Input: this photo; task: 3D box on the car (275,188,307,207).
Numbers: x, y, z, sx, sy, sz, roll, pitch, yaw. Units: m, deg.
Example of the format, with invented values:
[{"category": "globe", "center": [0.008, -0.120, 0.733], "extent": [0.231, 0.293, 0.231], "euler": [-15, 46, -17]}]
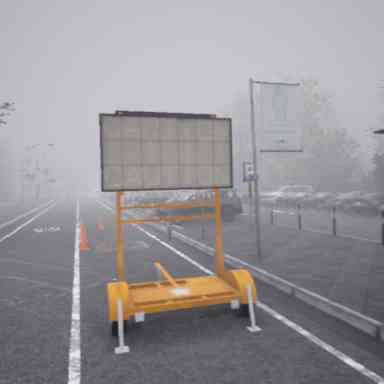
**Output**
[{"category": "car", "center": [10.784, 0.660, 31.343], "extent": [5.008, 1.535, 2.097], "euler": [-2, 1, -19]}]

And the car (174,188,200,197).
[{"category": "car", "center": [-0.946, 0.062, 65.470], "extent": [4.553, 1.767, 2.185], "euler": [-2, 2, -19]}]

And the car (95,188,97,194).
[{"category": "car", "center": [-20.497, 0.216, 81.979], "extent": [5.008, 1.535, 2.097], "euler": [-2, 2, -19]}]

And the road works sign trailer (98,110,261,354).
[{"category": "road works sign trailer", "center": [-0.437, 0.365, 6.138], "extent": [2.380, 3.560, 2.880], "euler": [-2, 1, -16]}]

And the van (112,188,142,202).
[{"category": "van", "center": [-10.344, 0.489, 52.862], "extent": [4.442, 1.987, 1.878], "euler": [-2, 2, -19]}]

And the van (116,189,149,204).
[{"category": "van", "center": [-8.518, 0.580, 47.564], "extent": [4.442, 1.987, 1.878], "euler": [-2, 1, -19]}]

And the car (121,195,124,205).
[{"category": "car", "center": [-5.854, 0.952, 39.582], "extent": [4.792, 1.488, 2.163], "euler": [-2, 1, -19]}]

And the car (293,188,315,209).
[{"category": "car", "center": [11.688, 0.684, 28.718], "extent": [5.008, 1.535, 2.097], "euler": [-2, 1, -19]}]

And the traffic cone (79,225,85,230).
[{"category": "traffic cone", "center": [-4.682, 1.821, 14.263], "extent": [0.340, 0.580, 0.340], "euler": [-2, 1, -19]}]

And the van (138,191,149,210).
[{"category": "van", "center": [-2.126, 0.800, 29.002], "extent": [4.442, 1.987, 1.878], "euler": [-2, 1, -19]}]

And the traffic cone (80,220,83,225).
[{"category": "traffic cone", "center": [-5.331, 1.803, 16.155], "extent": [0.340, 0.580, 0.340], "euler": [-2, 1, -19]}]

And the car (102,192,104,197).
[{"category": "car", "center": [-14.102, 0.576, 63.431], "extent": [4.674, 1.452, 2.002], "euler": [-2, 2, -19]}]

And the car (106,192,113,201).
[{"category": "car", "center": [-9.568, 0.514, 50.164], "extent": [5.566, 2.045, 2.435], "euler": [-2, 2, -19]}]

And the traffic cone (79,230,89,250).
[{"category": "traffic cone", "center": [-4.034, 1.838, 12.372], "extent": [0.340, 0.580, 0.340], "euler": [-2, 1, -19]}]

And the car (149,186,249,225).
[{"category": "car", "center": [0.473, 0.850, 21.003], "extent": [5.566, 2.045, 2.435], "euler": [-2, 1, -19]}]

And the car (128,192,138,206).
[{"category": "car", "center": [-3.149, 1.005, 31.617], "extent": [5.008, 1.535, 2.097], "euler": [-2, 1, -19]}]

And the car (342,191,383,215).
[{"category": "car", "center": [13.518, 0.760, 23.478], "extent": [4.792, 1.488, 2.163], "euler": [-2, 1, -19]}]

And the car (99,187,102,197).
[{"category": "car", "center": [-15.046, 0.240, 66.065], "extent": [5.566, 2.045, 2.435], "euler": [-2, 2, -19]}]

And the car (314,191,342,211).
[{"category": "car", "center": [12.592, 0.709, 26.094], "extent": [4.892, 1.521, 2.231], "euler": [-2, 1, -19]}]

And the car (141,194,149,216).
[{"category": "car", "center": [-0.581, 1.079, 23.607], "extent": [5.366, 1.575, 1.946], "euler": [-2, 1, -19]}]

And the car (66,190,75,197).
[{"category": "car", "center": [-29.540, 0.325, 80.936], "extent": [2.097, 1.767, 4.553], "euler": [-2, 2, -19]}]

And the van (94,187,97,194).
[{"category": "van", "center": [-23.346, -0.144, 89.887], "extent": [4.442, 1.987, 1.878], "euler": [-2, 2, -19]}]

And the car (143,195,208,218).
[{"category": "car", "center": [-1.315, 1.093, 26.320], "extent": [4.674, 1.452, 2.002], "euler": [-2, 1, -19]}]

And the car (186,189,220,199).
[{"category": "car", "center": [1.916, 0.316, 57.650], "extent": [5.366, 1.575, 1.946], "euler": [-2, 2, -19]}]

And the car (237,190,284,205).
[{"category": "car", "center": [8.063, 0.588, 39.213], "extent": [5.008, 1.535, 2.097], "euler": [-2, 1, -19]}]

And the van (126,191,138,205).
[{"category": "van", "center": [-4.173, 0.758, 34.231], "extent": [4.442, 1.987, 1.878], "euler": [-2, 1, -19]}]

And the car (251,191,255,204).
[{"category": "car", "center": [8.967, 0.615, 36.587], "extent": [4.892, 1.521, 2.231], "euler": [-2, 1, -19]}]

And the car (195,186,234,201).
[{"category": "car", "center": [3.569, 0.163, 52.345], "extent": [5.566, 2.045, 2.435], "euler": [-2, 2, -19]}]

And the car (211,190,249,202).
[{"category": "car", "center": [5.384, 0.522, 47.103], "extent": [4.792, 1.488, 2.163], "euler": [-2, 1, -19]}]

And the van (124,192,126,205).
[{"category": "van", "center": [-4.865, 0.723, 36.956], "extent": [4.442, 1.987, 1.878], "euler": [-2, 1, -19]}]

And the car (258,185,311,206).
[{"category": "car", "center": [9.842, 0.387, 33.952], "extent": [5.566, 2.045, 2.435], "euler": [-2, 1, -19]}]

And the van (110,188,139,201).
[{"category": "van", "center": [-11.257, 0.444, 55.512], "extent": [4.442, 1.987, 1.878], "euler": [-2, 2, -19]}]

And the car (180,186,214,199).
[{"category": "car", "center": [0.857, 0.027, 60.217], "extent": [5.566, 2.045, 2.435], "euler": [-2, 2, -19]}]

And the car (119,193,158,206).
[{"category": "car", "center": [-6.798, 0.928, 42.227], "extent": [4.674, 1.452, 2.002], "euler": [-2, 1, -19]}]

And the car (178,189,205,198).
[{"category": "car", "center": [-0.095, 0.264, 62.829], "extent": [4.792, 1.488, 2.163], "euler": [-2, 2, -19]}]

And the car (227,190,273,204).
[{"category": "car", "center": [7.339, 0.551, 41.901], "extent": [5.366, 1.575, 1.946], "euler": [-2, 1, -19]}]

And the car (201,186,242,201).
[{"category": "car", "center": [4.419, 0.205, 49.701], "extent": [5.566, 2.045, 2.435], "euler": [-2, 1, -19]}]

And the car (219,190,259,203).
[{"category": "car", "center": [6.235, 0.561, 44.453], "extent": [4.792, 1.488, 2.163], "euler": [-2, 1, -19]}]

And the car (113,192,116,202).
[{"category": "car", "center": [-7.703, 0.850, 44.879], "extent": [4.892, 1.521, 2.231], "euler": [-2, 1, -19]}]

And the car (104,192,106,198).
[{"category": "car", "center": [-12.281, 0.628, 58.129], "extent": [4.892, 1.521, 2.231], "euler": [-2, 2, -19]}]
